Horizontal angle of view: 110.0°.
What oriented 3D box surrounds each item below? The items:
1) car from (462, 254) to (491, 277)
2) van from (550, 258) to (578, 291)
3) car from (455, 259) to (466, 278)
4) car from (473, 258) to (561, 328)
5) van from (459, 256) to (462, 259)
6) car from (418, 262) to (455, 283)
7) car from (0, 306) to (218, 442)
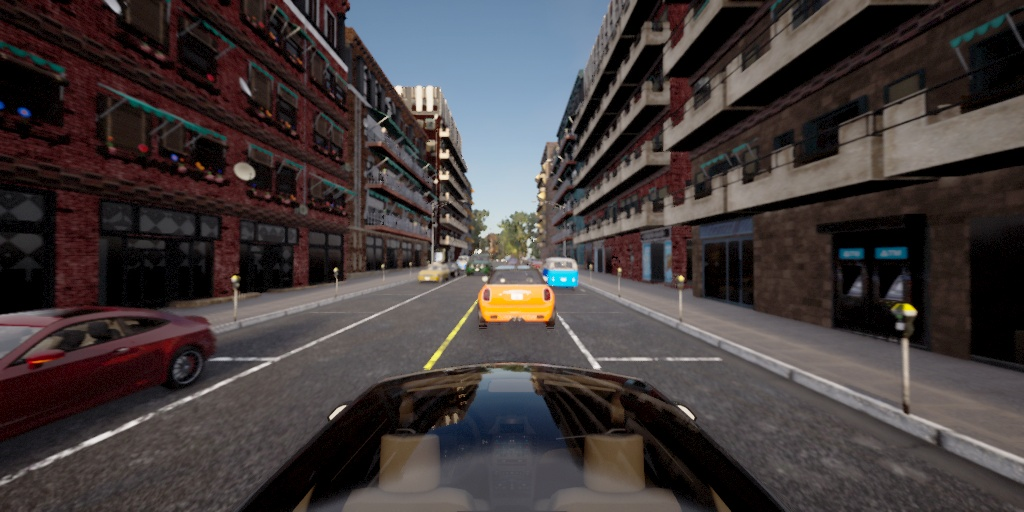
[{"bbox_3d":[-3.002,0.832,33.841,2.150,2.045,5.566,0,0,1],"label":"car"},{"bbox_3d":[2.726,1.006,20.903,1.690,1.789,3.998,0,0,0],"label":"van"},{"bbox_3d":[-5.640,1.183,32.098,1.948,1.339,4.313,0,0,0],"label":"car"},{"bbox_3d":[0.099,1.059,11.369,2.097,1.767,4.553,0,0,-1],"label":"car"},{"bbox_3d":[-5.622,0.909,43.240,1.690,1.789,3.998,0,0,0],"label":"van"},{"bbox_3d":[-5.649,1.167,26.357,1.751,1.417,4.829,0,0,0],"label":"car"},{"bbox_3d":[-5.685,1.321,4.243,1.802,1.307,4.207,0,0,0],"label":"car"}]
